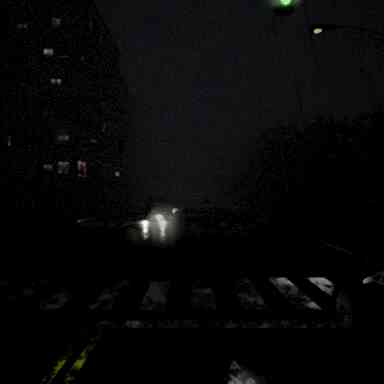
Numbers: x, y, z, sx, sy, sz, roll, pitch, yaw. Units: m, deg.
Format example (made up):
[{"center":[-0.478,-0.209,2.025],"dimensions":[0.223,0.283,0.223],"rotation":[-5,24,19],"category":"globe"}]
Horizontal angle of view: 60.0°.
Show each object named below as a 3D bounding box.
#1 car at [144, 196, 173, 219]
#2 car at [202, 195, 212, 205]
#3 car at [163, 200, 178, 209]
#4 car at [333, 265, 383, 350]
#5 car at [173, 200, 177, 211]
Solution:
[{"center":[-3.353,1.461,32.681],"dimensions":[2.150,2.045,5.566],"rotation":[0,-1,0],"category":"car"},{"center":[3.242,1.773,72.327],"dimensions":[2.150,2.045,5.566],"rotation":[0,0,0],"category":"car"},{"center":[-3.336,1.956,52.465],"dimensions":[1.994,1.385,4.181],"rotation":[0,0,0],"category":"car"},{"center":[3.350,1.520,3.869],"dimensions":[2.128,1.511,4.902],"rotation":[0,0,0],"category":"car"},{"center":[-3.352,1.806,42.591],"dimensions":[2.128,1.511,4.902],"rotation":[0,0,0],"category":"car"}]
